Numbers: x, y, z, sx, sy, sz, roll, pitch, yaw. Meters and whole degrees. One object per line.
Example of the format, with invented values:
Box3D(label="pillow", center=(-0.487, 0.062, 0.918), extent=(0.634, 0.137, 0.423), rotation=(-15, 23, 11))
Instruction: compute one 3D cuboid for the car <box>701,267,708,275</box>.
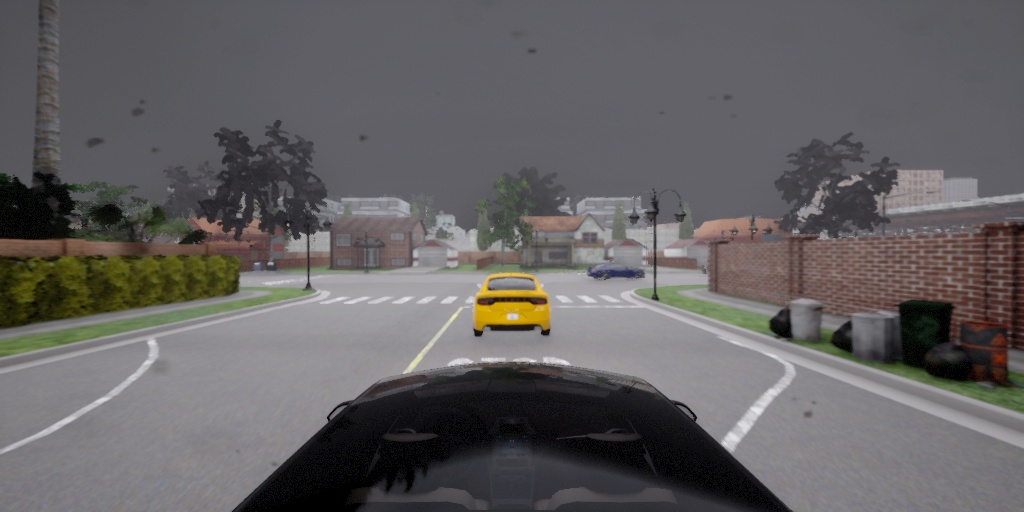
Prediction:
Box3D(label="car", center=(20.346, 1.258, 33.519), extent=(4.718, 1.301, 1.895), rotation=(0, 0, -1))

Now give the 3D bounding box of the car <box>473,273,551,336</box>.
Box3D(label="car", center=(-0.031, 1.218, 10.414), extent=(1.882, 1.535, 5.008), rotation=(0, -1, -1))

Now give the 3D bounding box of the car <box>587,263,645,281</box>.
Box3D(label="car", center=(8.590, 1.258, 29.646), extent=(4.674, 1.442, 1.812), rotation=(0, 0, -7))
